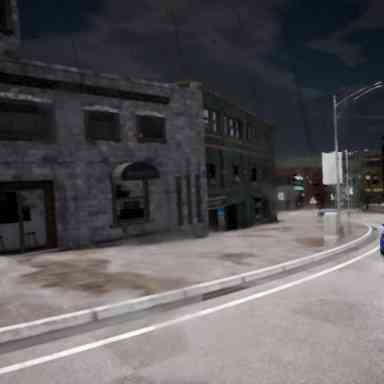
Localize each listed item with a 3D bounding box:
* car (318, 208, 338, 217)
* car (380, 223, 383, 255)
[{"bbox_3d":[21.868,3.294,53.305,2.033,1.411,5.357,-3,-3,1],"label":"car"},{"bbox_3d":[8.985,1.659,13.436,1.882,1.535,5.008,-1,-2,38],"label":"car"}]
